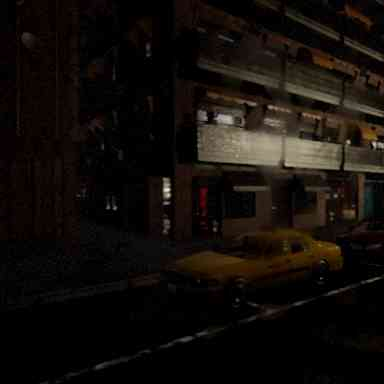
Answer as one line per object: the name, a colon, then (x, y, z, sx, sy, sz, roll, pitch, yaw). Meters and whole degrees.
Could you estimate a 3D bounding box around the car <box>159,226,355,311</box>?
car: (1.577, 1.495, 7.681, 4.829, 1.417, 1.752, 0, 1, -36)

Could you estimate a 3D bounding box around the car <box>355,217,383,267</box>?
car: (6.348, 1.521, 11.087, 4.206, 1.307, 1.802, 0, 0, -36)
